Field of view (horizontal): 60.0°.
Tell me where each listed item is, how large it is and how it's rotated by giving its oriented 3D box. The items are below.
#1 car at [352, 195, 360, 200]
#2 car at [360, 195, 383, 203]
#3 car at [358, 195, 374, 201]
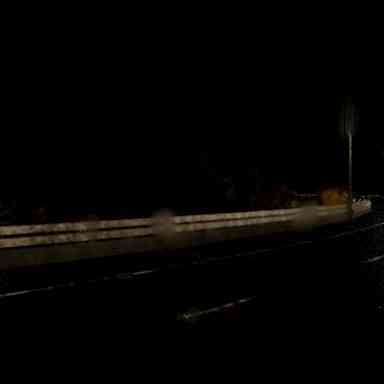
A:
[{"bbox_3d":[40.115,1.523,83.888,1.837,1.490,4.892,0,0,2],"label":"car"},{"bbox_3d":[38.288,1.654,70.931,2.128,1.511,4.902,0,0,10],"label":"car"},{"bbox_3d":[43.606,1.565,83.631,1.994,1.385,4.181,0,0,2],"label":"car"}]
